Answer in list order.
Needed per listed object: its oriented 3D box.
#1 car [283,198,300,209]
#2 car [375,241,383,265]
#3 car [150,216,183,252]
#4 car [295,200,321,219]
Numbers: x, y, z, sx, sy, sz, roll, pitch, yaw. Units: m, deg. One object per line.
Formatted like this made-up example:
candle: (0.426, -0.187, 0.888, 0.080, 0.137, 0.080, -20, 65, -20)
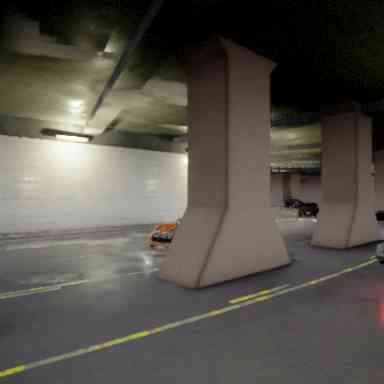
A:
car: (16.538, 1.747, 53.611, 2.097, 1.767, 4.553, 0, 0, -15)
car: (7.474, 1.682, 10.308, 4.718, 1.301, 1.895, 0, -1, -43)
car: (0.481, 1.451, 13.703, 4.553, 1.767, 2.097, 0, -1, -43)
car: (11.564, 1.748, 32.696, 1.837, 1.490, 4.892, 1, 0, 23)
